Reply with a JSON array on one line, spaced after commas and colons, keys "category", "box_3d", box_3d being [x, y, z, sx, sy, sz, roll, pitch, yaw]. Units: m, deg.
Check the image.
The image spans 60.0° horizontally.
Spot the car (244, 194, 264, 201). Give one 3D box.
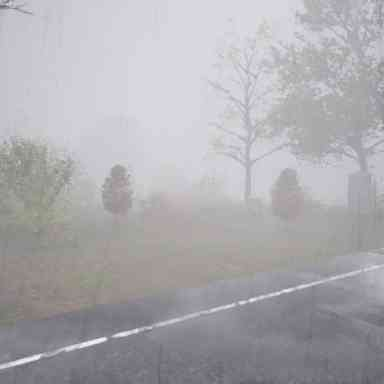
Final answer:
[{"category": "car", "box_3d": [12.130, 1.060, 65.228, 1.994, 1.385, 4.181, -1, 1, -35]}]
